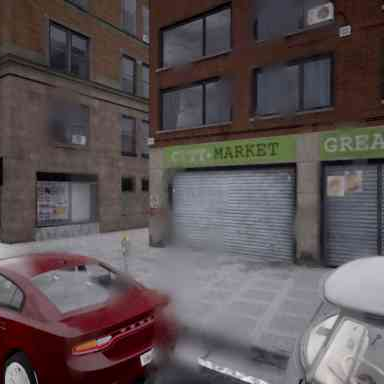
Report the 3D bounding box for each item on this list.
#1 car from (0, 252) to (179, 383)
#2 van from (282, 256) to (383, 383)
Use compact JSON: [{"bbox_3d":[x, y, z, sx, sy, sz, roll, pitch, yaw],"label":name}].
[{"bbox_3d":[-2.259,1.544,4.682,4.507,1.381,1.887,0,0,35],"label":"car"},{"bbox_3d":[2.353,1.341,1.400,3.998,1.788,1.690,0,0,35],"label":"van"}]
